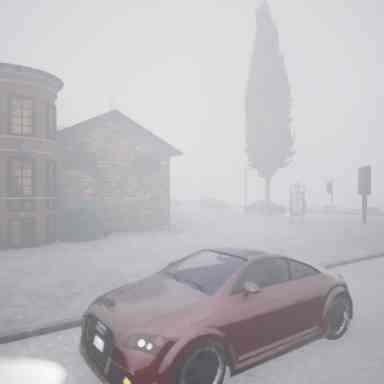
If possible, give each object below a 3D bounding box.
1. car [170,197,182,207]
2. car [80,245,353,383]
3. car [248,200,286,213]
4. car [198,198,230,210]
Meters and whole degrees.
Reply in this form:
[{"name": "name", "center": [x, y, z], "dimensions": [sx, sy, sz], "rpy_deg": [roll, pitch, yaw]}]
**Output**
[{"name": "car", "center": [-3.347, 1.526, 51.049], "dimensions": [1.812, 1.442, 4.674], "rpy_deg": [0, 0, -35]}, {"name": "car", "center": [0.549, 1.564, 4.999], "dimensions": [4.181, 1.385, 1.994], "rpy_deg": [0, 0, -36]}, {"name": "car", "center": [7.851, 1.564, 35.343], "dimensions": [1.994, 1.385, 4.181], "rpy_deg": [0, 0, -36]}, {"name": "car", "center": [2.769, 1.491, 42.461], "dimensions": [2.128, 1.511, 4.902], "rpy_deg": [0, 0, -35]}]
